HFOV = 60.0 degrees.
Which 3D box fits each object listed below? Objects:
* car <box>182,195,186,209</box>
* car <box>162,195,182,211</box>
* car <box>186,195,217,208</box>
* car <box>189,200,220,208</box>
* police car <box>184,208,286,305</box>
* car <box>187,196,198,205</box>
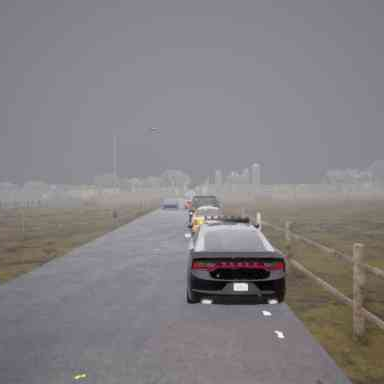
[{"bbox_3d":[0.113,1.367,45.425,2.097,1.767,4.553,0,0,1],"label":"car"},{"bbox_3d":[-2.665,1.490,41.910,1.882,1.535,5.008,0,0,0],"label":"car"},{"bbox_3d":[0.875,1.228,24.212,2.150,2.045,5.566,0,0,0],"label":"car"},{"bbox_3d":[0.862,1.457,18.371,1.801,1.575,5.366,0,0,0],"label":"car"},{"bbox_3d":[0.842,1.425,8.291,1.930,1.638,5.238,0,0,0],"label":"police car"},{"bbox_3d":[0.119,1.543,58.431,1.812,1.442,4.674,0,0,0],"label":"car"}]
